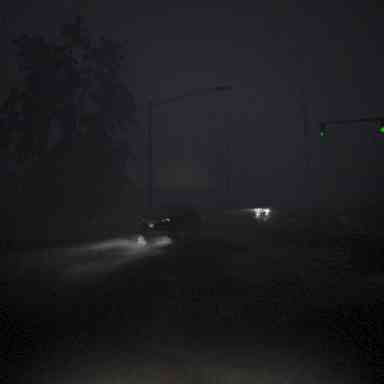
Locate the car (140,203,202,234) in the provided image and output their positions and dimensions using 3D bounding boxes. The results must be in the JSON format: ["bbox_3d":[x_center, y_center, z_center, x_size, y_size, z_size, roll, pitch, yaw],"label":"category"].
[{"bbox_3d":[-1.012,1.355,18.449,2.128,1.511,4.902,0,0,24],"label":"car"}]

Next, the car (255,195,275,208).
[{"bbox_3d":[9.232,1.087,41.775,2.128,1.511,4.902,0,1,24],"label":"car"}]
